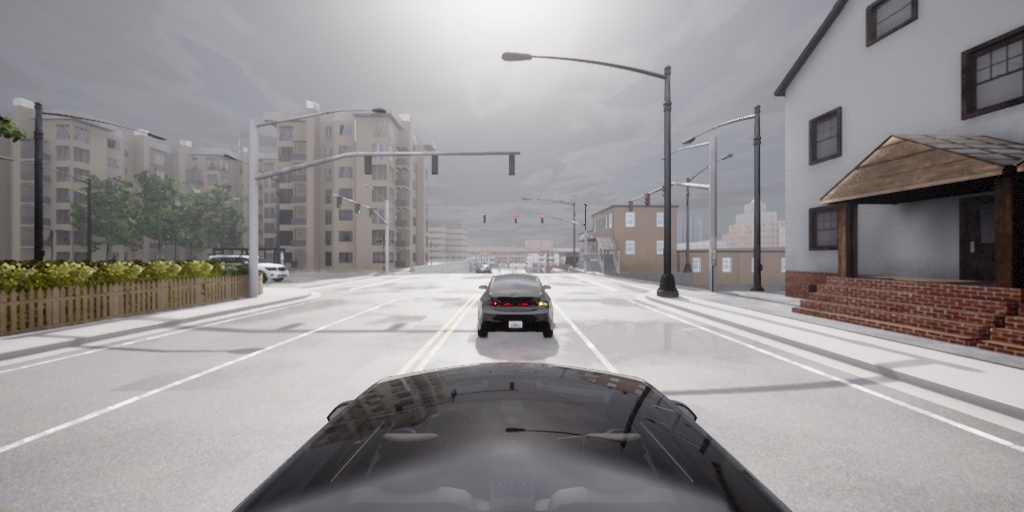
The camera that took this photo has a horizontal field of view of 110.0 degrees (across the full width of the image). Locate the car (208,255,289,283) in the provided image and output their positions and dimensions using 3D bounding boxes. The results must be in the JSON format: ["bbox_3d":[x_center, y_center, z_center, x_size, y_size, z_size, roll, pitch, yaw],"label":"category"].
[{"bbox_3d":[-19.962,0.968,26.961,5.566,2.045,2.150,0,0,1],"label":"car"}]

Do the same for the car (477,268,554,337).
[{"bbox_3d":[0.090,1.254,10.276,1.837,1.490,4.892,0,0,0],"label":"car"}]

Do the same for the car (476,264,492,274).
[{"bbox_3d":[-3.630,1.750,47.089,2.128,1.511,4.902,0,-5,0],"label":"car"}]
